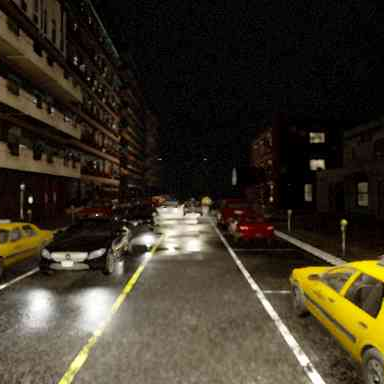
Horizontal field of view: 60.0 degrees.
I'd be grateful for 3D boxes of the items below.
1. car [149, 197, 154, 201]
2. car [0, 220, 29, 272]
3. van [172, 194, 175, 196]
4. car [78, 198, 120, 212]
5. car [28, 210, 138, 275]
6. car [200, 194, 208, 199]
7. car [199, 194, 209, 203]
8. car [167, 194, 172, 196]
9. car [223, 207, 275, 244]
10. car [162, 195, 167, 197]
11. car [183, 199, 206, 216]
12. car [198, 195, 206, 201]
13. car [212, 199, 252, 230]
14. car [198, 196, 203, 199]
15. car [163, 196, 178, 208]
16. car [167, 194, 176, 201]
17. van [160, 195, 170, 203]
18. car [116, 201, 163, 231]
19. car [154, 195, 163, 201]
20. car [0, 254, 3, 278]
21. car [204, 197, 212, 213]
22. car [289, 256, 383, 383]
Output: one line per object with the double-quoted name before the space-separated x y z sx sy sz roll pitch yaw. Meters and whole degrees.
"car" -5.707 1.569 37.509 1.752 1.417 4.829 0 0 0
"car" -5.693 1.534 9.813 1.752 1.417 4.829 0 0 0
"van" -5.729 1.485 81.994 1.690 1.788 3.998 0 0 0
"car" -5.698 1.335 21.062 2.192 1.841 5.009 0 0 0
"car" -3.087 1.535 10.590 1.812 1.442 4.674 0 0 0
"car" 2.662 1.613 60.011 1.752 1.417 4.829 0 0 0
"car" 2.655 1.443 76.459 2.192 1.841 5.009 0 0 0
"car" -5.721 1.415 65.377 2.192 1.841 5.009 0 0 0
"car" 2.684 1.596 15.527 1.802 1.307 4.206 0 0 0
"car" -5.715 1.516 54.297 1.967 1.590 4.097 0 0 0
"car" 0.082 1.636 32.318 1.895 1.301 4.718 0 0 0
"car" 2.648 1.601 87.537 1.967 1.590 4.097 0 0 0
"car" 2.683 1.335 21.067 2.192 1.841 5.009 0 0 0
"car" 0.041 1.604 44.321 2.033 1.411 5.357 0 0 0
"car" -3.024 1.721 49.195 1.895 1.301 4.718 0 0 0
"car" -5.735 1.494 93.073 2.192 1.841 5.009 0 0 0
"van" -5.723 1.454 70.917 1.690 1.788 3.998 0 0 0
"car" -3.086 1.525 20.659 1.837 1.490 4.892 0 0 0
"car" -5.713 1.609 48.759 1.887 1.381 4.507 0 0 0
"car" -3.101 1.479 1.228 1.882 1.535 5.008 0 0 0
"car" 2.674 1.595 37.684 2.008 1.369 4.403 0 0 0
"car" 2.690 1.530 4.619 1.752 1.417 4.829 0 0 0
